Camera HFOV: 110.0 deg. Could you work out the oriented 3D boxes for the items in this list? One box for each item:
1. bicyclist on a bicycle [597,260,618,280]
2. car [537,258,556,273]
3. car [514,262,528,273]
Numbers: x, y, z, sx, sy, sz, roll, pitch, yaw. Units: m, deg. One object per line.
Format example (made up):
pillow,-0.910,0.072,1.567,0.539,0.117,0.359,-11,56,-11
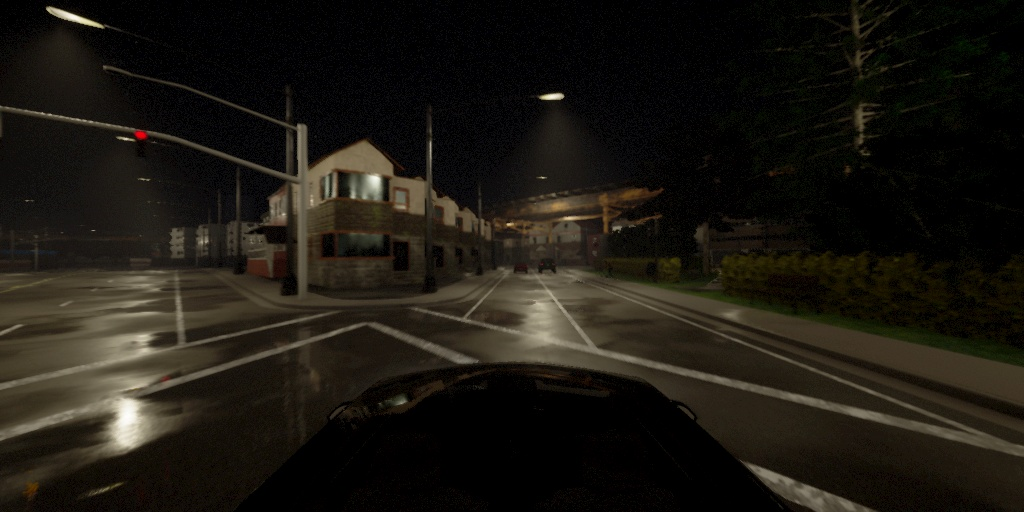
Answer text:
bicyclist on a bicycle,7.756,1.176,29.094,1.656,1.620,0.582,1,0,2
car,4.695,1.248,48.628,2.150,2.045,5.566,0,0,2
car,1.243,1.536,49.628,1.882,1.535,5.008,0,0,2
